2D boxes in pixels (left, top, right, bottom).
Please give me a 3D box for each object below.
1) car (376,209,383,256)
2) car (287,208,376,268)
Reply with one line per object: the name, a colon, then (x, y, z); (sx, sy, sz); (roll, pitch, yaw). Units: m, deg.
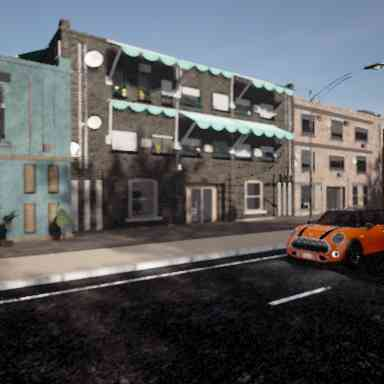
car: (7.571, 1.238, 9.082); (5.566, 2.045, 2.150); (0, 0, -35)
car: (5.365, 1.368, 11.501); (4.553, 1.767, 2.097); (0, 0, -35)
